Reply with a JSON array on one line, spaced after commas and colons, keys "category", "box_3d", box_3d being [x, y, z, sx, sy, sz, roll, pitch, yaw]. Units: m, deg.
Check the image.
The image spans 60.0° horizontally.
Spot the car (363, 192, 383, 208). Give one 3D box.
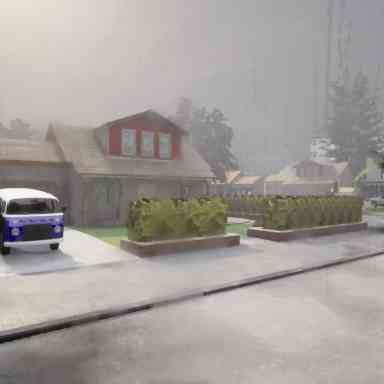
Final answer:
[{"category": "car", "box_3d": [23.066, 0.986, 40.726, 3.866, 1.878, 1.905, 0, 0, -1]}]
